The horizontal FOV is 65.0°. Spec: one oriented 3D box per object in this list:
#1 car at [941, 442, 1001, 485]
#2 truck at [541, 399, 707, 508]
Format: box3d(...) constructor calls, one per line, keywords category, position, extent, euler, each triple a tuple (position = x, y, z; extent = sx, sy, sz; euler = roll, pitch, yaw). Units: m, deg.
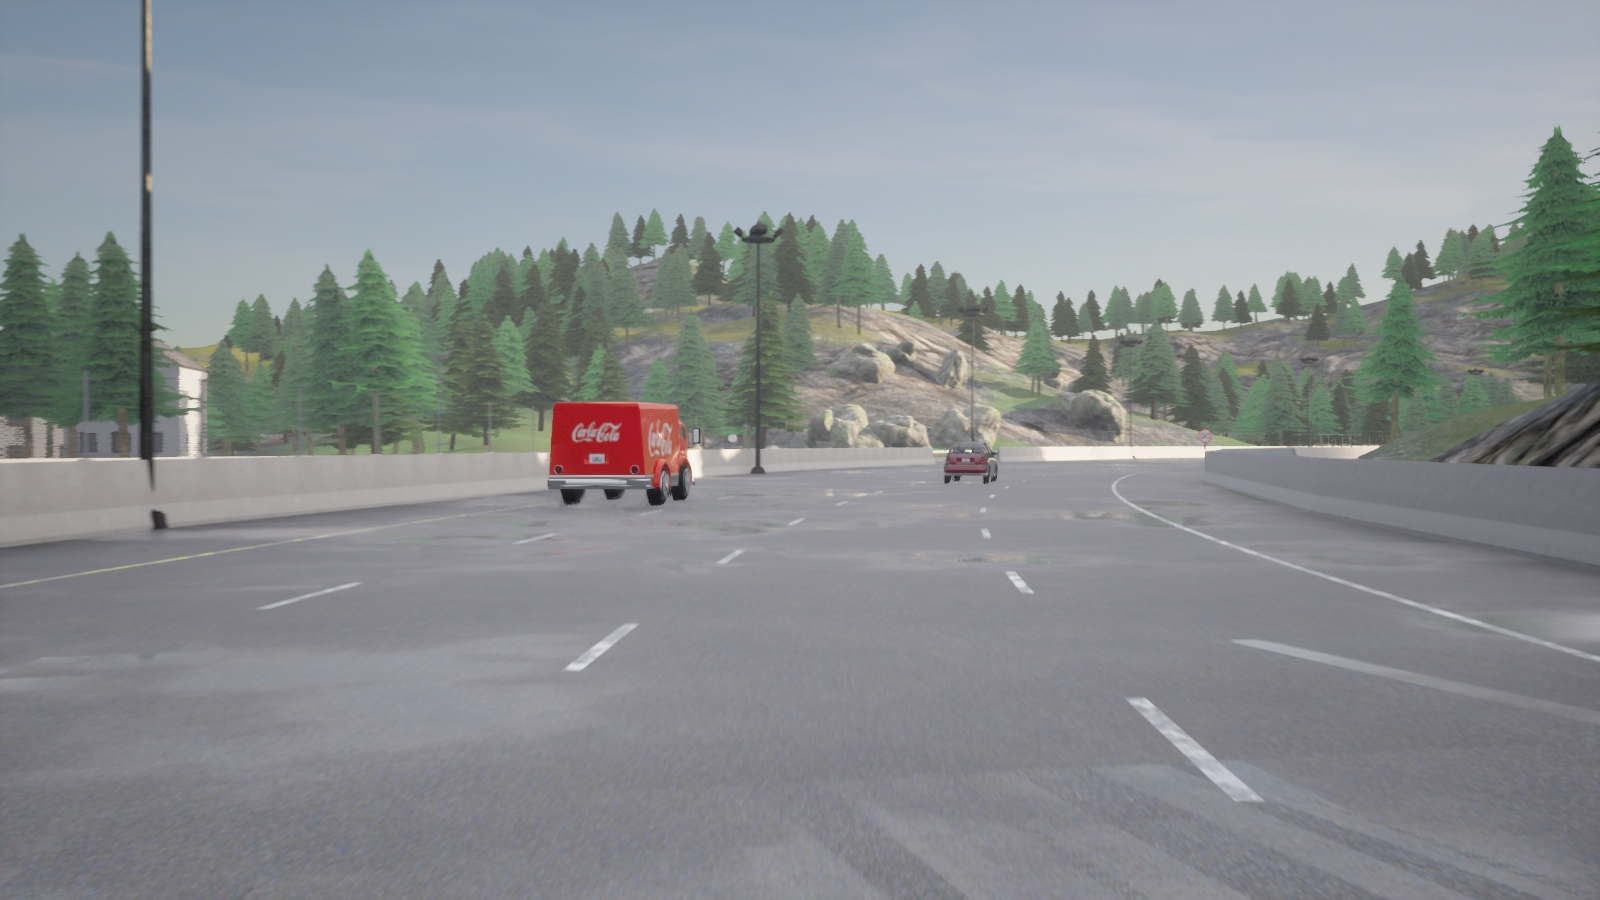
box3d(category="car", position=(6.504, 0.478, 47.620), extent=(1.789, 1.549, 3.705), euler=(0, 0, 15))
box3d(category="truck", position=(-4.240, 0.072, 31.339), extent=(2.627, 2.467, 5.204), euler=(0, 0, 10))
